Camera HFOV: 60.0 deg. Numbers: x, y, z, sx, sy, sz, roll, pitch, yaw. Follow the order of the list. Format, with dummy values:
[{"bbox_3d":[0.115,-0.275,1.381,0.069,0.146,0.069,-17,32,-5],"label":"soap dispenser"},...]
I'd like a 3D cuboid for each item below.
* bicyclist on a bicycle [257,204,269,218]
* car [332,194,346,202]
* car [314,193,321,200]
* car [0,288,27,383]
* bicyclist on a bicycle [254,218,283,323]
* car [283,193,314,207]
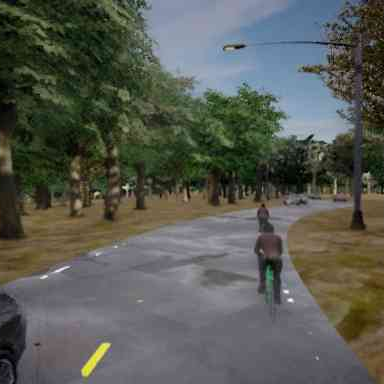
[{"bbox_3d":[3.128,1.348,14.651,0.582,1.620,1.656,0,0,15],"label":"bicyclist on a bicycle"},{"bbox_3d":[24.647,0.965,55.743,1.994,1.385,4.181,0,0,19],"label":"car"},{"bbox_3d":[26.845,1.033,74.432,2.128,1.511,4.902,0,-1,-8],"label":"car"},{"bbox_3d":[-2.839,1.510,1.935,1.812,1.442,4.674,0,0,4],"label":"car"},{"bbox_3d":[1.440,1.425,6.188,0.582,1.620,1.656,0,0,7],"label":"bicyclist on a bicycle"},{"bbox_3d":[13.006,1.030,41.588,2.128,1.511,4.902,1,1,38],"label":"car"}]
